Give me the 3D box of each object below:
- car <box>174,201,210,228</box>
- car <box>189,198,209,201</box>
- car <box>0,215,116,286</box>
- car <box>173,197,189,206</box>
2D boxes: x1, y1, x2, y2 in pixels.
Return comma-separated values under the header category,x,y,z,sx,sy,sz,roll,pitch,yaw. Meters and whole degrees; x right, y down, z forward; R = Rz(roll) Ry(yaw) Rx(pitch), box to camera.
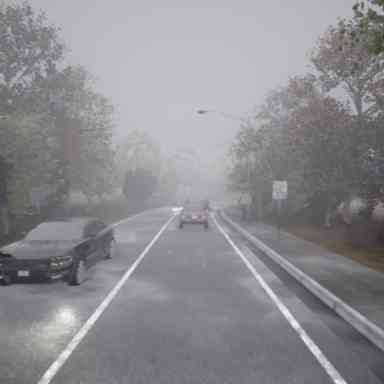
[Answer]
category,x,y,z,sx,sy,sz,roll,pitch,yaw
car,0.104,1.536,22.213,2.033,1.411,5.357,0,0,0
car,1.354,1.492,43.387,2.128,1.511,4.902,1,0,7
car,-3.584,1.473,9.599,1.882,1.535,5.008,0,0,0
car,-1.448,1.451,49.430,2.128,1.511,4.902,1,0,10
